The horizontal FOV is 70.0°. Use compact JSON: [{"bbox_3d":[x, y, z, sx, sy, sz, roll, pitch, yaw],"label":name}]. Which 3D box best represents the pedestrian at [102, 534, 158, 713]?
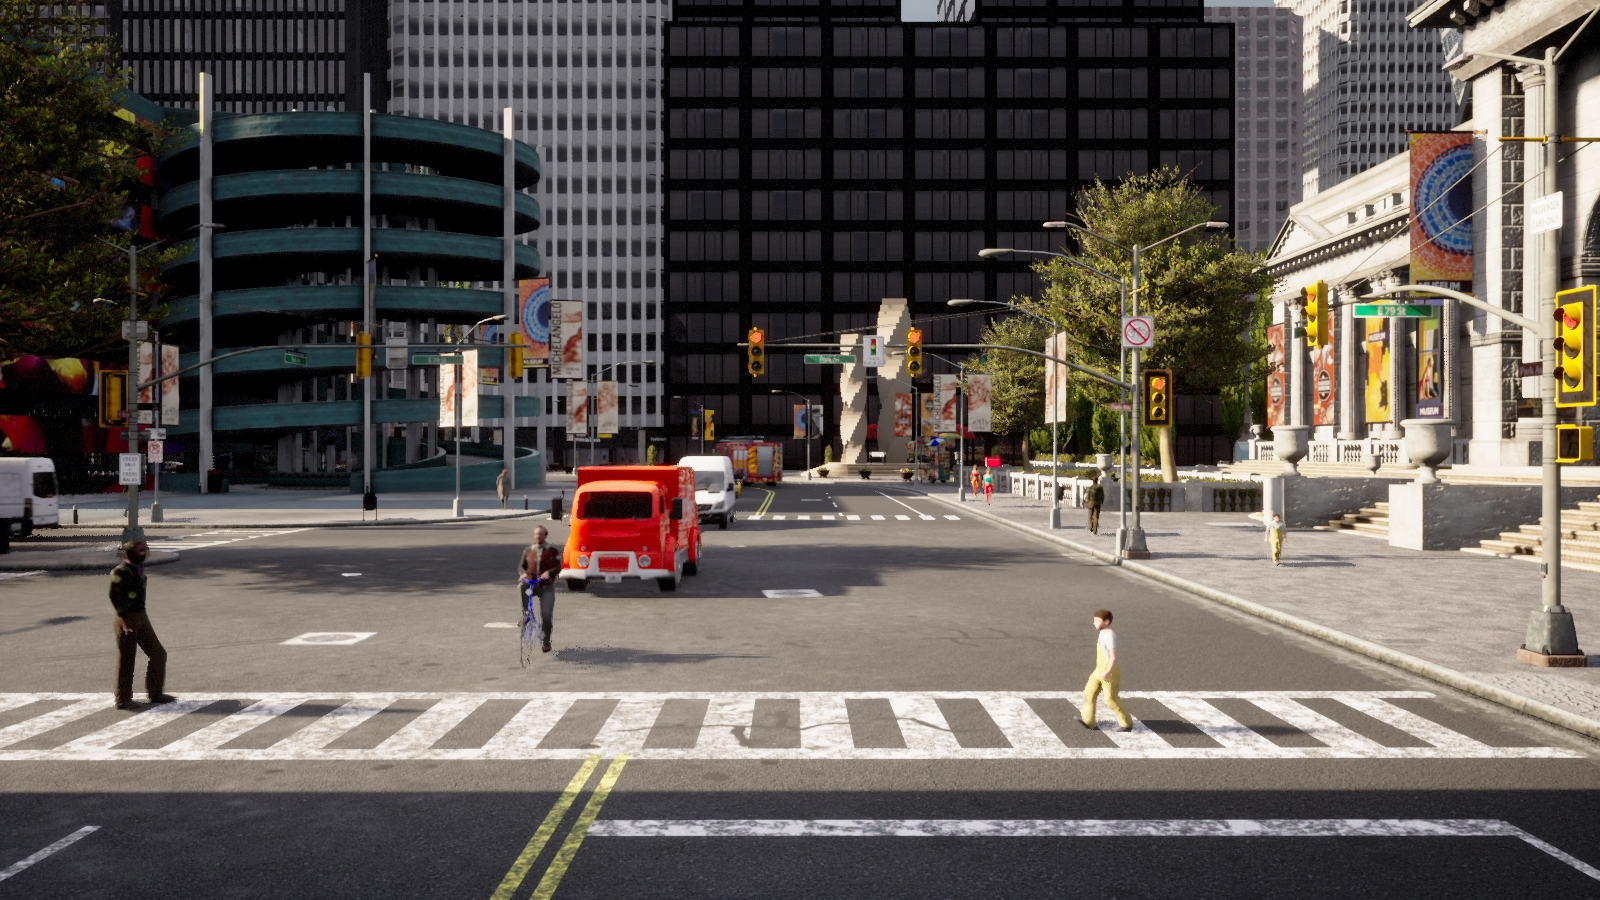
[{"bbox_3d":[-7.175,1.844,12.246,0.375,1.860,0.375,0,0,2],"label":"pedestrian"}]

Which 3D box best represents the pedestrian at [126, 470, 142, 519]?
[{"bbox_3d":[-25.299,1.679,43.417,0.375,1.860,0.375,0,0,24],"label":"pedestrian"}]

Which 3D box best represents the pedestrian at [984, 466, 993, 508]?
[{"bbox_3d":[8.557,1.676,51.876,0.375,1.860,0.375,0,0,11],"label":"pedestrian"}]

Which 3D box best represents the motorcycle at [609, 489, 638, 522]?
[{"bbox_3d":[-6.911,2.164,44.848,0.856,1.236,1.805,0,0,0],"label":"motorcycle"}]

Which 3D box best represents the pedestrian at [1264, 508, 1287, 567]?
[{"bbox_3d":[10.738,1.966,25.802,0.375,1.300,0.375,0,0,2],"label":"pedestrian"}]

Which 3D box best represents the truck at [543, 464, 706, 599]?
[{"bbox_3d":[-3.492,1.558,23.947,2.627,2.467,5.204,0,0,0],"label":"truck"}]

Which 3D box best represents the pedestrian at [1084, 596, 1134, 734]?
[{"bbox_3d":[3.069,2.124,11.365,0.375,1.300,0.375,0,0,-3],"label":"pedestrian"}]

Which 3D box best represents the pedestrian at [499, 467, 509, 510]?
[{"bbox_3d":[-12.987,1.677,50.196,0.375,1.860,0.375,0,0,-22],"label":"pedestrian"}]

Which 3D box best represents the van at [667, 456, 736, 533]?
[{"bbox_3d":[-3.496,1.518,41.606,1.988,2.561,5.915,0,0,0],"label":"van"}]

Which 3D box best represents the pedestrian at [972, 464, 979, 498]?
[{"bbox_3d":[9.481,1.671,61.755,0.375,1.860,0.375,0,0,7],"label":"pedestrian"}]

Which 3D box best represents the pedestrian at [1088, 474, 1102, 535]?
[{"bbox_3d":[9.079,1.682,35.204,0.375,1.860,0.375,0,0,8],"label":"pedestrian"}]

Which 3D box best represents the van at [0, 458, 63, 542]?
[{"bbox_3d":[-26.414,1.521,35.184,5.915,2.561,1.988,0,-1,-10],"label":"van"}]
